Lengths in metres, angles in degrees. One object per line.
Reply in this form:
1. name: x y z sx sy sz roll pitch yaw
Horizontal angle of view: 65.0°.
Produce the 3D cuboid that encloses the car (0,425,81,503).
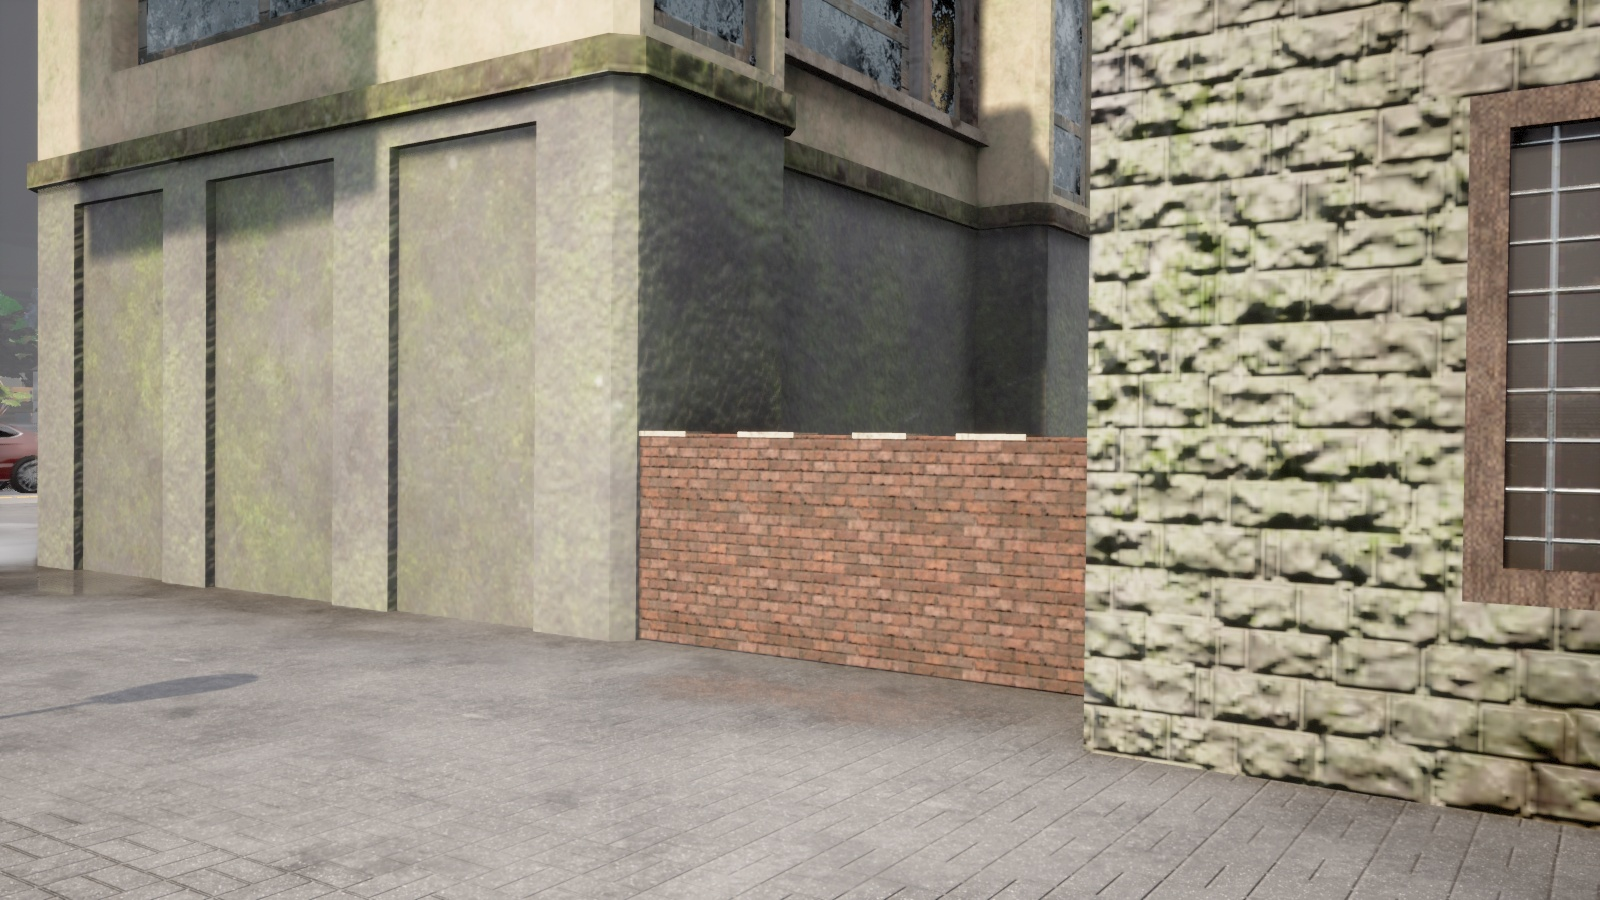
1. car: -18.258 0.315 26.375 2.152 1.651 5.027 0 1 34
